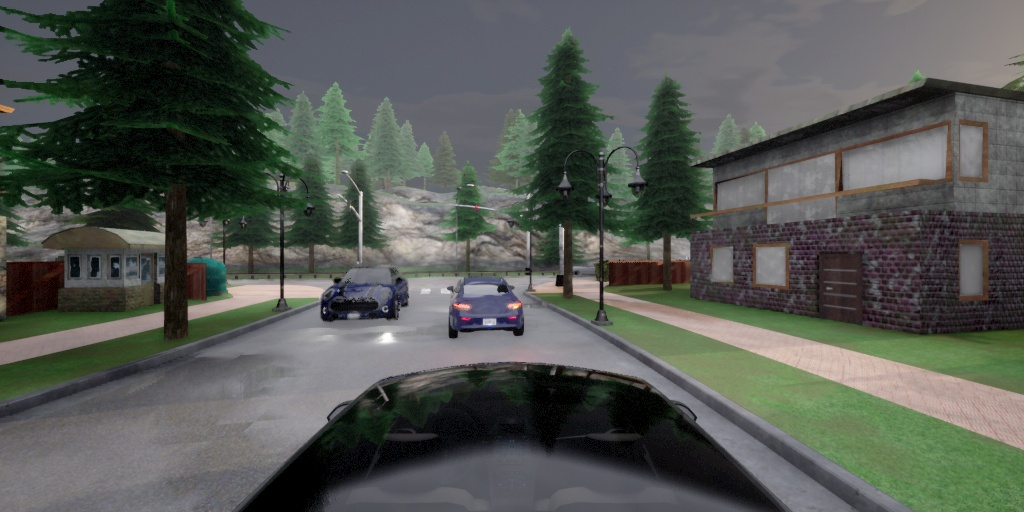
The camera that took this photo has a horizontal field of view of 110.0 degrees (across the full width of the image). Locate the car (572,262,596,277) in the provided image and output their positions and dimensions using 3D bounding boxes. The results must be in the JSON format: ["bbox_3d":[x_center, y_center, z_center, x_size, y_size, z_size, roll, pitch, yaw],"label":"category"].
[{"bbox_3d":[6.870,1.193,32.252,4.718,1.301,1.895,0,0,-12],"label":"car"}]

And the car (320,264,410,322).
[{"bbox_3d":[-4.819,1.102,12.320,2.097,1.767,4.553,0,0,-9],"label":"car"}]

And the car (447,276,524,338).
[{"bbox_3d":[-0.836,1.276,10.119,1.812,1.442,4.674,0,0,-9],"label":"car"}]
